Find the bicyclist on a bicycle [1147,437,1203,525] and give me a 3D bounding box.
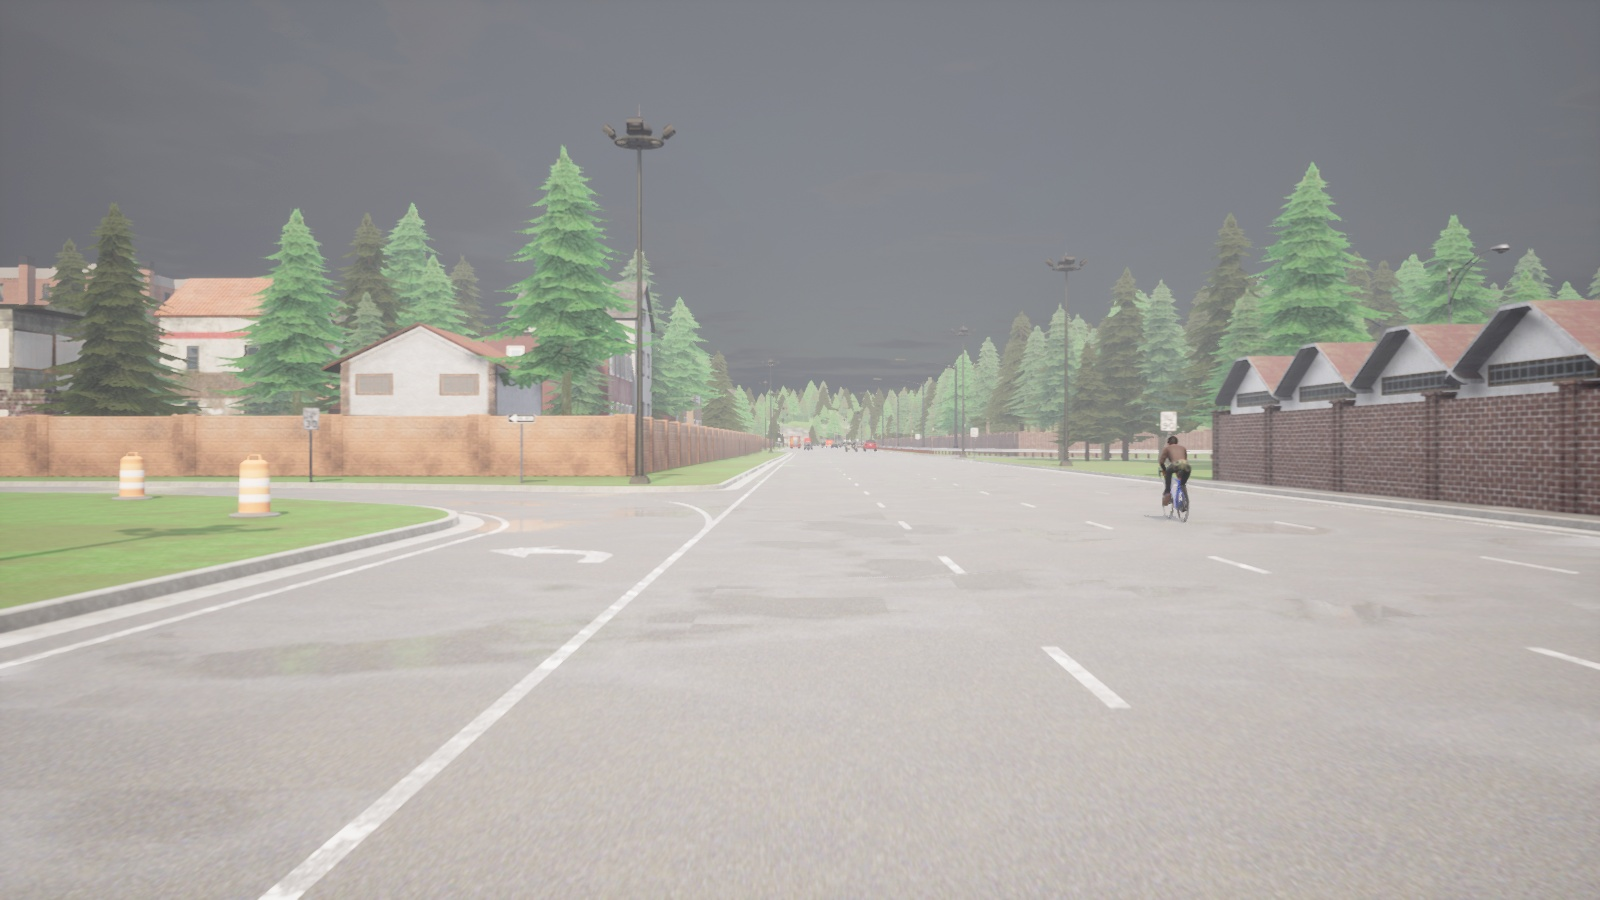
[{"bbox_3d":[7.152,0.570,24.008,0.582,1.620,1.656,0,0,0],"label":"bicyclist on a bicycle"}]
